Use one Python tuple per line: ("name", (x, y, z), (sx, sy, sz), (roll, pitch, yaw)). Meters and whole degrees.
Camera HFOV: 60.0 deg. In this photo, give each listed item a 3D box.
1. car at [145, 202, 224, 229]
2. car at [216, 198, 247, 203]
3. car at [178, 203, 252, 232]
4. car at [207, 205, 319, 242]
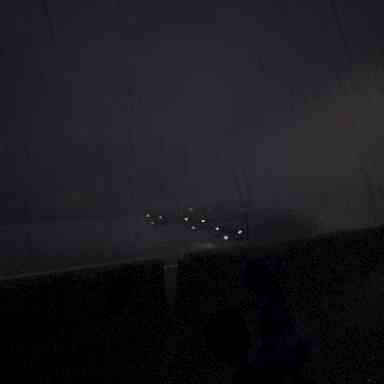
("car", (-0.496, 1.498, 20.835), (4.718, 1.301, 1.895), (-1, 0, -36))
("car", (2.848, 1.297, 27.518), (5.008, 1.535, 1.882), (-1, 1, -35))
("car", (1.872, 1.494, 18.225), (4.718, 1.301, 1.895), (-1, 0, -35))
("car", (3.544, 1.446, 15.118), (5.357, 1.411, 2.033), (-1, 0, -35))
